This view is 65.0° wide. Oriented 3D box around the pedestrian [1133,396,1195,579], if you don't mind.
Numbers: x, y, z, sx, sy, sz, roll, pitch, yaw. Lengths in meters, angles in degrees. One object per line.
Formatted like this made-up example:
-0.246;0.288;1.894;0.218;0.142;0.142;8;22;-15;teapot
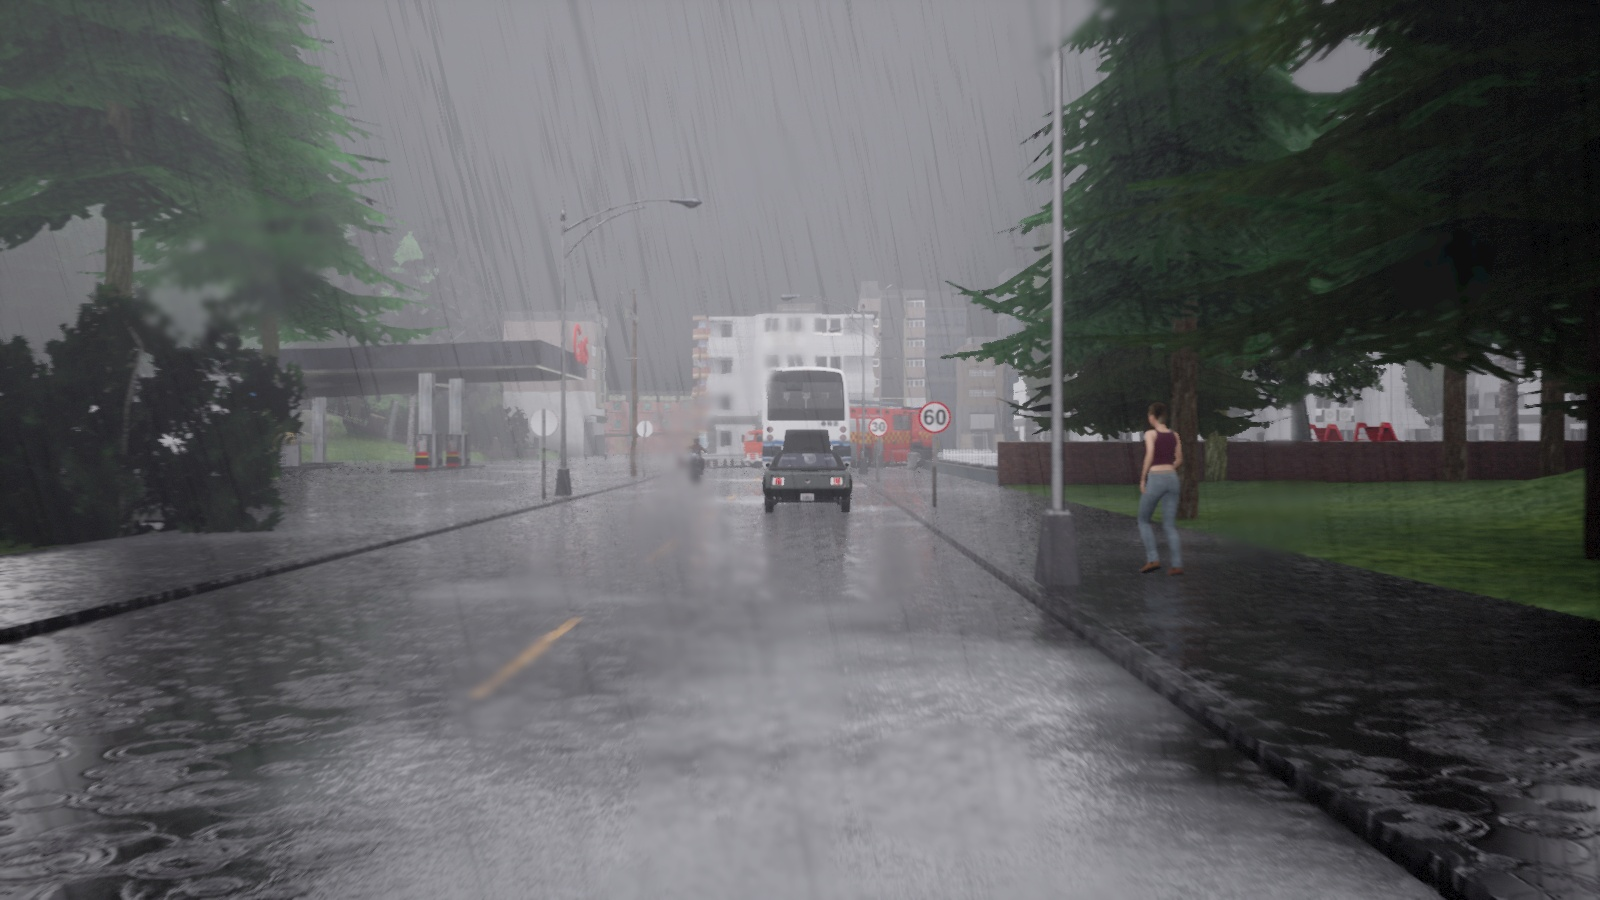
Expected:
3.744;0.376;12.941;0.345;1.836;0.594;0;0;-17;pedestrian

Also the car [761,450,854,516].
0.163;0.668;27.796;1.895;1.301;4.718;0;0;0;car

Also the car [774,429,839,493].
0.210;0.294;38.666;1.905;1.878;3.866;0;1;0;car

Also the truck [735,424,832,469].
-0.903;-0.202;71.763;2.627;2.467;5.204;0;0;44;truck

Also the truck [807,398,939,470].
4.244;-0.871;71.012;2.891;3.827;8.468;0;0;41;truck

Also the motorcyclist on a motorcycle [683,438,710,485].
-3.760;0.399;45.709;0.766;1.649;2.350;0;1;0;motorcyclist on a motorcycle

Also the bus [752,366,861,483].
0.263;-0.956;50.696;3.944;4.253;10.273;0;0;0;bus
